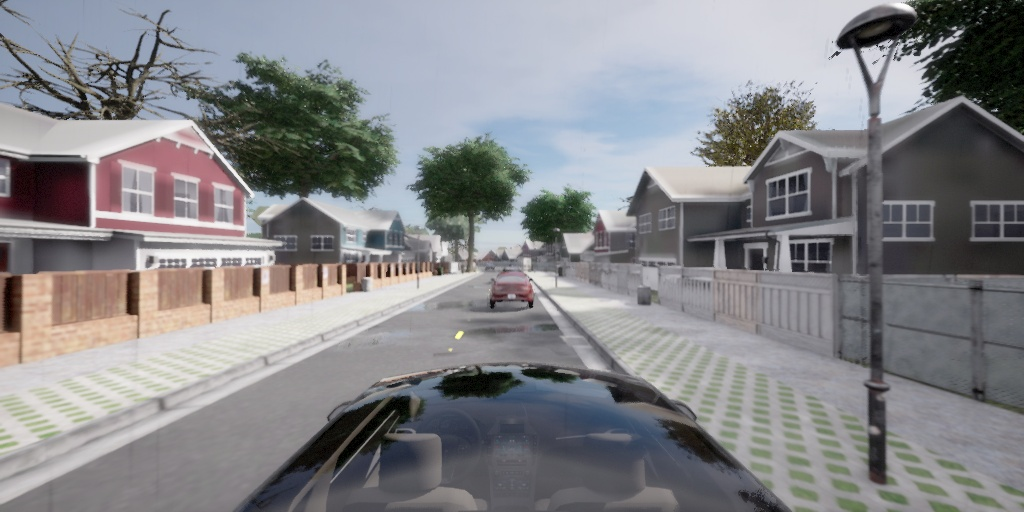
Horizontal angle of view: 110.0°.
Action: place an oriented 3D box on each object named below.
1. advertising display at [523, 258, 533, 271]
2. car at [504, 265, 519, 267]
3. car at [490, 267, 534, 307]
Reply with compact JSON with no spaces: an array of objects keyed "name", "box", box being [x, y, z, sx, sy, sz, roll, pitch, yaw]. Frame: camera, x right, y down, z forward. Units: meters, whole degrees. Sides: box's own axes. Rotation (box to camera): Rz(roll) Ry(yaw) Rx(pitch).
[{"name":"advertising display","box":[2.566,1.492,61.196,1.540,2.440,0.280,0,0,-4]},{"name":"car","box":[-0.025,1.559,31.127,2.128,1.511,4.902,0,-1,0]},{"name":"car","box":[-0.009,1.421,16.204,1.812,1.442,4.674,0,0,0]}]
